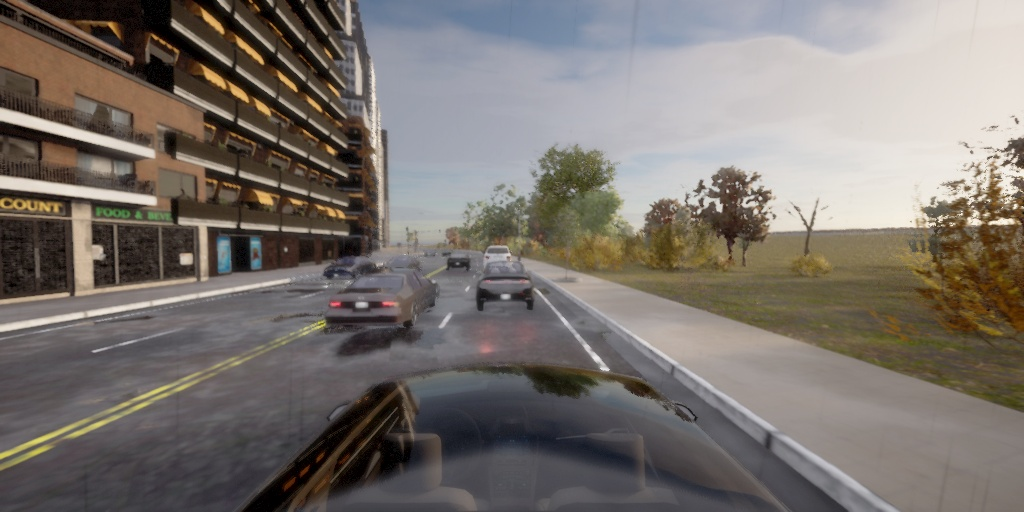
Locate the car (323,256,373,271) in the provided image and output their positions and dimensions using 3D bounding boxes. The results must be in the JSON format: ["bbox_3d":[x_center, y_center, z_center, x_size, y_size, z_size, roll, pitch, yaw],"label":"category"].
[{"bbox_3d":[-10.797,0.724,24.360,2.033,1.411,5.357,0,2,-3],"label":"car"}]

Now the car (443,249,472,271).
[{"bbox_3d":[-4.668,0.422,31.922,1.882,1.535,5.008,0,2,-4],"label":"car"}]

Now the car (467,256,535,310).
[{"bbox_3d":[-0.273,0.935,12.938,2.128,1.511,4.902,0,1,-2],"label":"car"}]

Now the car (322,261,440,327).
[{"bbox_3d":[-3.433,1.072,10.525,2.033,1.411,5.357,0,2,-2],"label":"car"}]

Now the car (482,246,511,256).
[{"bbox_3d":[-1.215,0.217,29.482,2.150,2.045,5.566,0,1,-4],"label":"car"}]

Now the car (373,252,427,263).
[{"bbox_3d":[-7.571,0.697,24.854,2.033,1.411,5.357,0,2,-3],"label":"car"}]
